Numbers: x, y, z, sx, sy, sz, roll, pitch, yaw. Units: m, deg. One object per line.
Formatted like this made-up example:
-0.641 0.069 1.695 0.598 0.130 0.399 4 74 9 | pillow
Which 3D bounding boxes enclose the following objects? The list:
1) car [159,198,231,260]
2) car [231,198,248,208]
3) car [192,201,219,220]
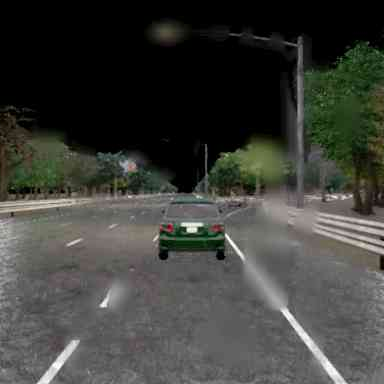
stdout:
0.013 1.221 12.639 2.150 2.045 5.566 0 0 0 | car
6.681 1.527 47.922 1.812 1.442 4.674 0 0 23 | car
1.246 1.531 28.895 1.812 1.442 4.674 0 0 9 | car
